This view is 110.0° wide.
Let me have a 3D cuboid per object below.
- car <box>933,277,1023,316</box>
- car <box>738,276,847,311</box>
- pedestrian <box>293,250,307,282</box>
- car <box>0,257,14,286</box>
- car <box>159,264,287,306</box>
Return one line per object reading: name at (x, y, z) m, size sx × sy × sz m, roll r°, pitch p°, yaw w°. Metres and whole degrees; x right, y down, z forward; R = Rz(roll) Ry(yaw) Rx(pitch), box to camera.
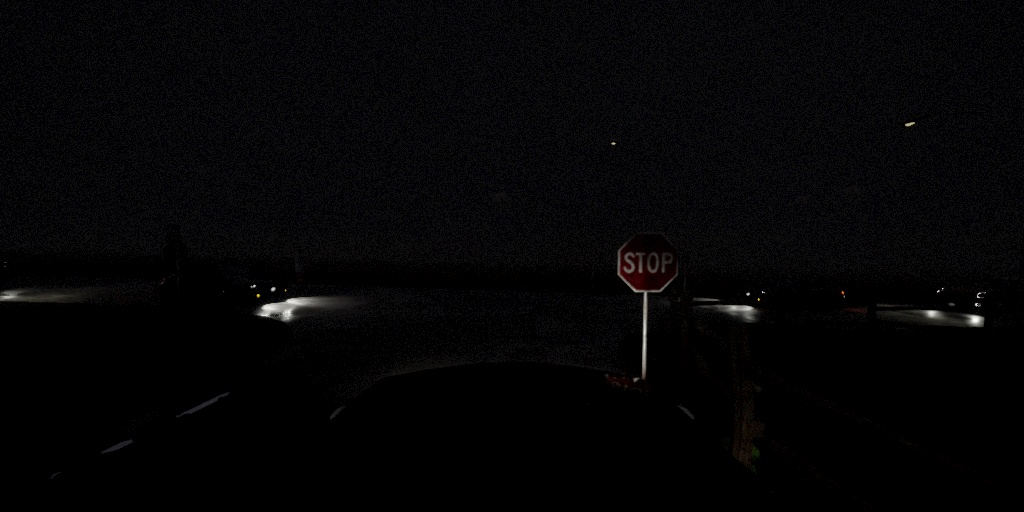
car at (23.174, 1.793, 17.009) m, size 4.553 × 1.767 × 2.097 m, roll 2°, pitch 3°, yaw 0°
car at (13.235, 1.696, 17.073) m, size 4.181 × 1.385 × 1.994 m, roll 2°, pitch 3°, yaw 0°
pedestrian at (-11.991, 0.534, 20.279) m, size 0.375 × 1.860 × 0.375 m, roll 0°, pitch 1°, yaw 0°
car at (-23.891, 0.286, 14.385) m, size 5.566 × 2.045 × 2.150 m, roll 2°, pitch 3°, yaw 0°
car at (-11.316, 1.052, 14.178) m, size 4.181 × 1.385 × 1.994 m, roll 2°, pitch 3°, yaw 5°
